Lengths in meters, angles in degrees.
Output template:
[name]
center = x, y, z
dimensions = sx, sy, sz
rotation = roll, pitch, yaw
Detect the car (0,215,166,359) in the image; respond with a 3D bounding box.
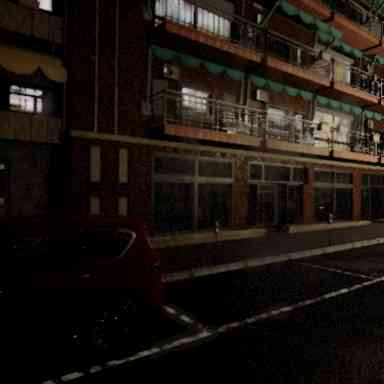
[car]
center = -2.742, 1.315, 4.587
dimensions = 5.009, 1.841, 2.192
rotation = 0, 1, -36
